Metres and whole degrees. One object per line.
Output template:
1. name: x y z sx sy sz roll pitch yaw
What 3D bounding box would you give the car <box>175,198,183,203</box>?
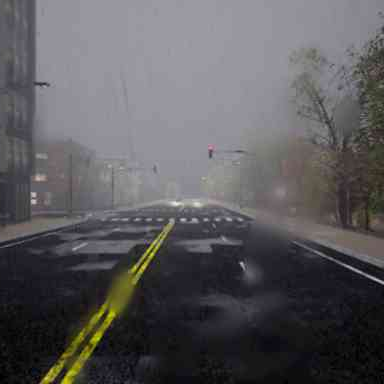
1. car: -3.373 2.258 87.837 1.812 1.442 4.674 0 0 0
